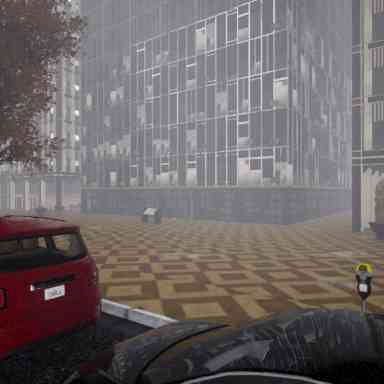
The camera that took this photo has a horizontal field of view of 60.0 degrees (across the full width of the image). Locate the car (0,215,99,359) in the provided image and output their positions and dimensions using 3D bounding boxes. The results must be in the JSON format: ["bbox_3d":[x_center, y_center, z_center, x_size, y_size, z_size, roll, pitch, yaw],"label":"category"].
[{"bbox_3d":[-3.627,1.315,5.473,5.009,1.841,2.192,0,0,36],"label":"car"}]

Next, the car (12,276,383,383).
[{"bbox_3d":[0.865,1.566,2.260,4.313,1.339,1.947,0,0,36],"label":"car"}]
